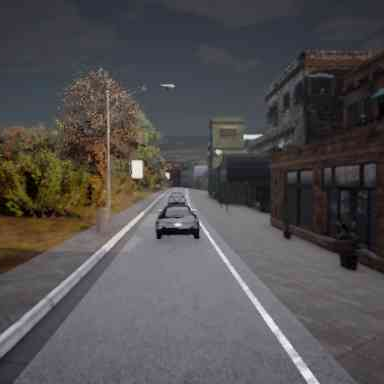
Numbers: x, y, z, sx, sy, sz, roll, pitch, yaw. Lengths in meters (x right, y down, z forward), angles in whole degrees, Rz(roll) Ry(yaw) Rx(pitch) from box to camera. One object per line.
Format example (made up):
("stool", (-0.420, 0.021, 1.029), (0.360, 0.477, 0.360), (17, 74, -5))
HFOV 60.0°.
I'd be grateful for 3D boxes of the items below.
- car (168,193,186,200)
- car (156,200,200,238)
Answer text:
("car", (-1.576, 0.760, 35.208), (2.033, 1.411, 5.357), (0, 2, -2))
("car", (-0.695, 1.309, 16.121), (1.994, 1.385, 4.181), (0, 1, -3))
